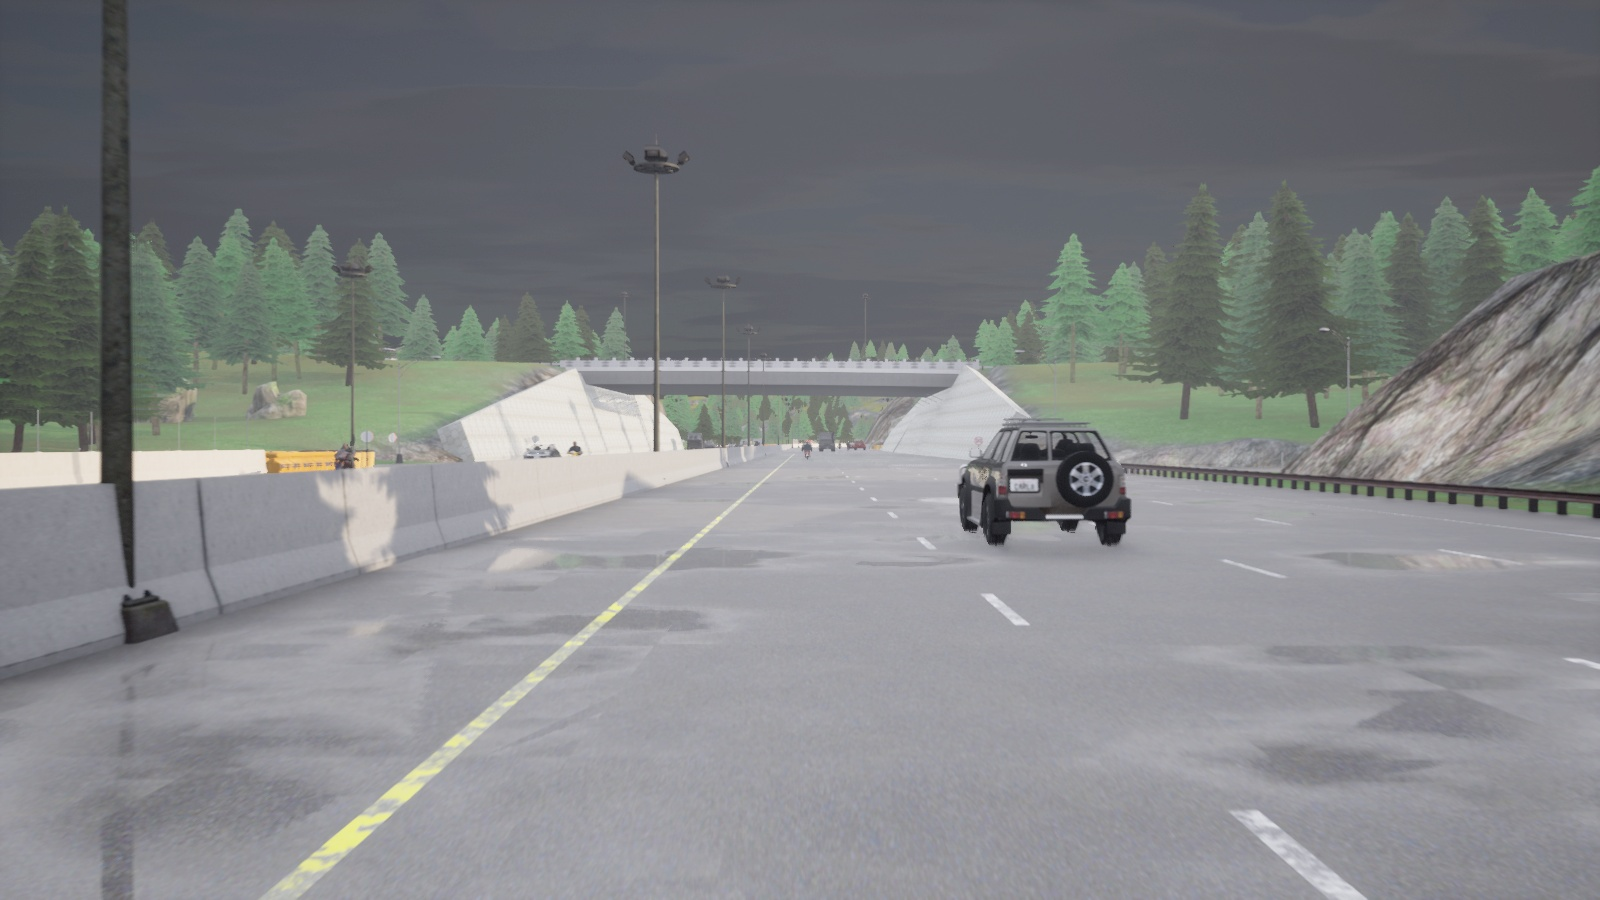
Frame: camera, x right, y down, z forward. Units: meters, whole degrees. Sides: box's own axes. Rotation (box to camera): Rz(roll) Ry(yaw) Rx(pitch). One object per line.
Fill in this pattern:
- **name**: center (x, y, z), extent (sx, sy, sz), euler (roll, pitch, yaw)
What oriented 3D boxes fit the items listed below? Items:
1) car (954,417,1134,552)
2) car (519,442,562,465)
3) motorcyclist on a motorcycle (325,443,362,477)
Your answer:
- **car**: center (3.627, 0.456, 19.520), extent (1.932, 1.855, 4.605), euler (0, 0, 0)
- **car**: center (-17.016, 0.234, 82.517), extent (1.970, 1.475, 3.806), euler (0, 0, 0)
- **motorcyclist on a motorcycle**: center (-20.662, 0.445, 56.828), extent (0.866, 1.530, 2.191), euler (0, 0, 0)
